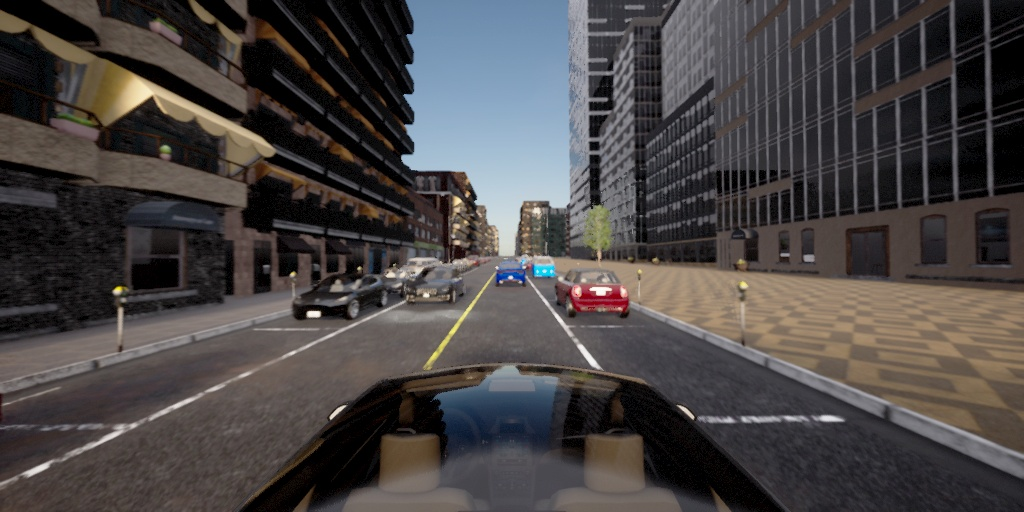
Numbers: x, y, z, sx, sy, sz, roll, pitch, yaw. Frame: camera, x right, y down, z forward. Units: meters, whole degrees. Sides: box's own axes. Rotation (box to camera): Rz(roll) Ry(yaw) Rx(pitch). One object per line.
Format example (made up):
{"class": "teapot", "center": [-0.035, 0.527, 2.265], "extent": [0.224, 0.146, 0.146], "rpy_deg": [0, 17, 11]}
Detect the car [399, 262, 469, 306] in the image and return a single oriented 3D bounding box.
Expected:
{"class": "car", "center": [-3.193, 1.204, 15.707], "extent": [1.837, 1.490, 4.892], "rpy_deg": [0, 0, 0]}

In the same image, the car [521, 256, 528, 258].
{"class": "car", "center": [2.324, 1.025, 46.219], "extent": [1.751, 1.417, 4.829], "rpy_deg": [0, 0, 0]}

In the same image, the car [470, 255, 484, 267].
{"class": "car", "center": [-6.155, 0.820, 57.115], "extent": [2.192, 1.841, 5.009], "rpy_deg": [0, 0, 0]}

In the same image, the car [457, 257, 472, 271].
{"class": "car", "center": [-6.005, 1.141, 40.406], "extent": [2.007, 1.370, 4.403], "rpy_deg": [0, 0, 0]}

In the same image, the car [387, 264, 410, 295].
{"class": "car", "center": [-5.806, 1.256, 18.130], "extent": [2.007, 1.370, 4.403], "rpy_deg": [0, 0, 0]}

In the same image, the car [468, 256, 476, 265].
{"class": "car", "center": [-6.054, 1.087, 45.807], "extent": [1.751, 1.417, 4.829], "rpy_deg": [0, 0, 0]}

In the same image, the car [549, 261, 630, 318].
{"class": "car", "center": [2.624, 1.112, 12.634], "extent": [1.967, 1.591, 4.097], "rpy_deg": [0, 0, 0]}

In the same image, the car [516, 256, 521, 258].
{"class": "car", "center": [-0.228, 1.064, 38.724], "extent": [1.837, 1.490, 4.892], "rpy_deg": [0, 1, 0]}

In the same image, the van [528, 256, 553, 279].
{"class": "van", "center": [2.475, 0.927, 29.343], "extent": [1.690, 1.789, 3.998], "rpy_deg": [0, 0, 0]}

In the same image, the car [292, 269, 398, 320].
{"class": "car", "center": [-5.756, 1.300, 12.560], "extent": [1.948, 1.339, 4.313], "rpy_deg": [0, 0, -1]}

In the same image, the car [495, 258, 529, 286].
{"class": "car", "center": [-0.087, 1.110, 24.002], "extent": [1.882, 1.535, 5.008], "rpy_deg": [0, 1, 0]}

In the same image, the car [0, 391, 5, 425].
{"class": "car", "center": [-5.657, 1.338, 1.422], "extent": [1.888, 1.381, 4.507], "rpy_deg": [0, 0, 0]}

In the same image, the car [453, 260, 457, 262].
{"class": "car", "center": [-5.904, 1.173, 29.099], "extent": [1.751, 1.417, 4.829], "rpy_deg": [0, 0, 0]}

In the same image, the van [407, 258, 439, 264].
{"class": "van", "center": [-5.856, 1.018, 23.700], "extent": [1.690, 1.789, 3.998], "rpy_deg": [0, 0, 0]}
